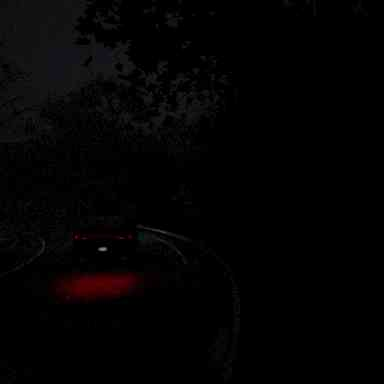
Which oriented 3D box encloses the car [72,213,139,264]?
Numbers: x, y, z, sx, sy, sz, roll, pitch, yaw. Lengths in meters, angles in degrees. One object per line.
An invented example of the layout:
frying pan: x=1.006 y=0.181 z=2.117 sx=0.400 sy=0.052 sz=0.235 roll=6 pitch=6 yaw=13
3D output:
car: x=-2.958 y=1.477 z=11.932 sx=1.882 sy=1.535 sz=5.008 roll=1 pitch=0 yaw=-9
